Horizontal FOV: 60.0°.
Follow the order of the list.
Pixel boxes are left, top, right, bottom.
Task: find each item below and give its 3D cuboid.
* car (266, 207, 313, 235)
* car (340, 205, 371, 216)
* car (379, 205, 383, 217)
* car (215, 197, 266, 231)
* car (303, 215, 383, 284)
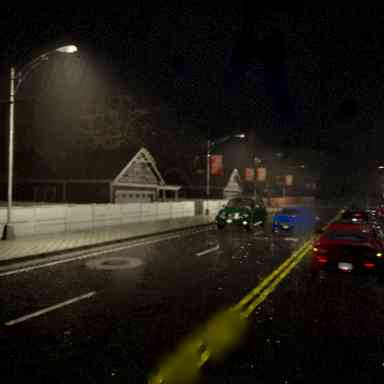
[{"bbox_3d":[6.364,1.694,20.795,1.882,1.535,5.008,1,0,27],"label":"car"},{"bbox_3d":[12.787,1.798,26.120,1.837,1.490,4.892,1,0,27],"label":"car"},{"bbox_3d":[21.348,2.053,35.927,1.895,1.301,4.718,1,0,27],"label":"car"},{"bbox_3d":[3.449,1.401,22.226,2.150,2.045,5.566,1,0,27],"label":"car"},{"bbox_3d":[4.734,1.641,10.088,1.812,1.442,4.674,1,0,27],"label":"car"}]
